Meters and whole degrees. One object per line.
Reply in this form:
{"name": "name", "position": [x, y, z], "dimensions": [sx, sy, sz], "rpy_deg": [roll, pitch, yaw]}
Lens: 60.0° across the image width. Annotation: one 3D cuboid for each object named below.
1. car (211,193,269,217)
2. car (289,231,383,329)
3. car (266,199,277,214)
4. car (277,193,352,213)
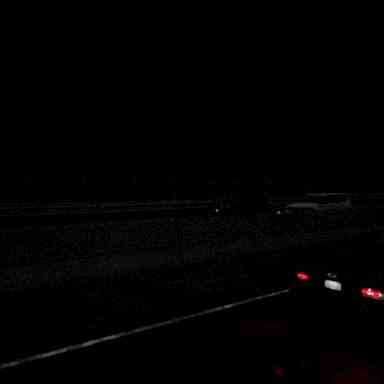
{"name": "car", "position": [4.277, 1.096, 28.303], "dimensions": [5.566, 2.045, 2.150], "rpy_deg": [-1, 0, -34]}
{"name": "car", "position": [4.309, 1.528, 6.775], "dimensions": [5.357, 1.411, 2.033], "rpy_deg": [0, 0, -35]}
{"name": "car", "position": [8.406, 1.410, 26.884], "dimensions": [4.181, 1.385, 1.994], "rpy_deg": [-1, 0, -34]}
{"name": "car", "position": [8.783, 1.093, 22.907], "dimensions": [5.566, 2.045, 2.150], "rpy_deg": [-1, 0, -34]}
